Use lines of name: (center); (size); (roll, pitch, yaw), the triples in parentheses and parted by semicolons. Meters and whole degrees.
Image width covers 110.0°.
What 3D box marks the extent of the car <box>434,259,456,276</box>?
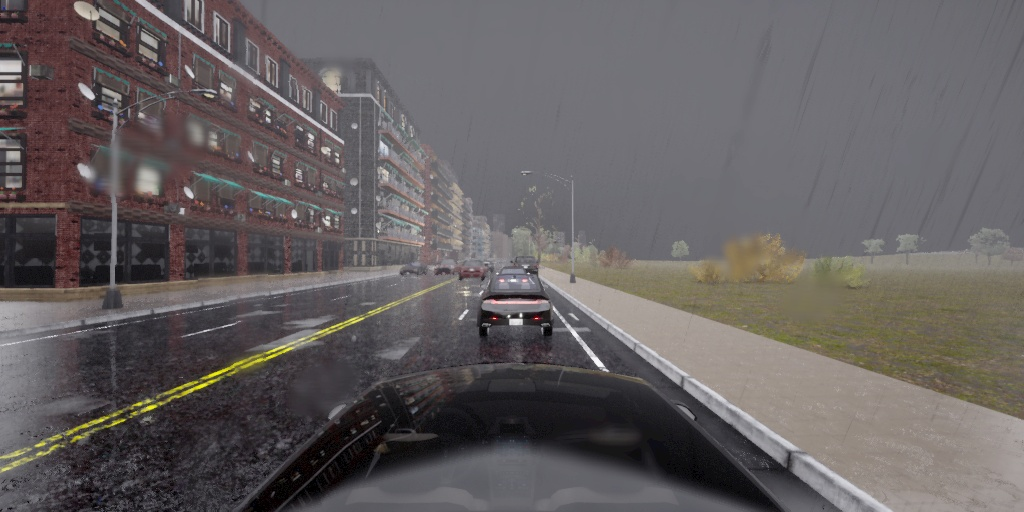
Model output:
car: (-6.684, 1.106, 37.370); (2.097, 1.767, 4.553); (0, 0, 0)

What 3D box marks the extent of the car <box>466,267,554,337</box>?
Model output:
car: (0.081, 1.243, 10.331); (2.128, 1.511, 4.902); (0, 0, 0)

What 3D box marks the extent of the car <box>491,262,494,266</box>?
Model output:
car: (-3.249, 1.279, 44.758); (1.812, 1.442, 4.674); (0, 0, 0)

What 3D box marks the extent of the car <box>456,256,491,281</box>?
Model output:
car: (-3.218, 1.110, 30.754); (2.097, 1.767, 4.553); (0, 0, 0)

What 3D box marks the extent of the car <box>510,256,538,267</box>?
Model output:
car: (1.070, 0.979, 30.984); (2.150, 2.045, 5.566); (0, 0, 0)

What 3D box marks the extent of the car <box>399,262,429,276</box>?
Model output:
car: (-9.932, 1.302, 36.837); (2.033, 1.411, 5.357); (0, 0, 0)

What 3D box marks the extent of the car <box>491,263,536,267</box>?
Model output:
car: (0.060, 1.301, 20.771); (2.033, 1.411, 5.357); (0, 0, 0)
